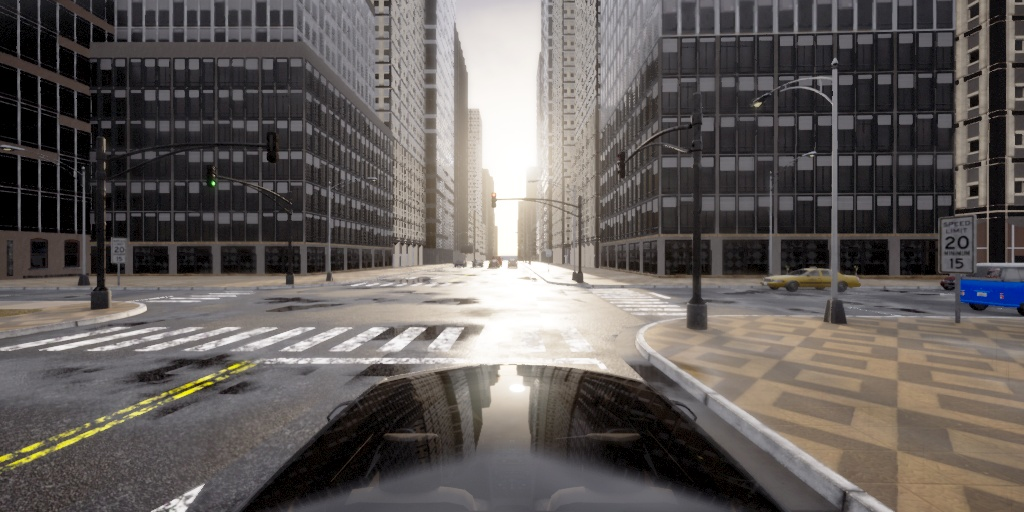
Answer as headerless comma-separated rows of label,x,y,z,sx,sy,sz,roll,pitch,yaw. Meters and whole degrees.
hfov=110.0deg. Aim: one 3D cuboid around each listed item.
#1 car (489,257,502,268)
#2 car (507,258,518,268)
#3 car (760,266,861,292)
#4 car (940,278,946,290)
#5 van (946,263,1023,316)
car,-3.126,1.385,63.344,1.812,1.442,4.674,0,0,0
car,0.124,1.406,63.338,2.033,1.411,5.357,0,0,0
car,17.124,1.293,20.719,4.829,1.417,1.751,0,0,2
car,26.958,1.356,20.214,4.207,1.307,1.802,0,0,2
van,18.378,1.119,12.544,3.998,1.789,1.690,0,0,2
